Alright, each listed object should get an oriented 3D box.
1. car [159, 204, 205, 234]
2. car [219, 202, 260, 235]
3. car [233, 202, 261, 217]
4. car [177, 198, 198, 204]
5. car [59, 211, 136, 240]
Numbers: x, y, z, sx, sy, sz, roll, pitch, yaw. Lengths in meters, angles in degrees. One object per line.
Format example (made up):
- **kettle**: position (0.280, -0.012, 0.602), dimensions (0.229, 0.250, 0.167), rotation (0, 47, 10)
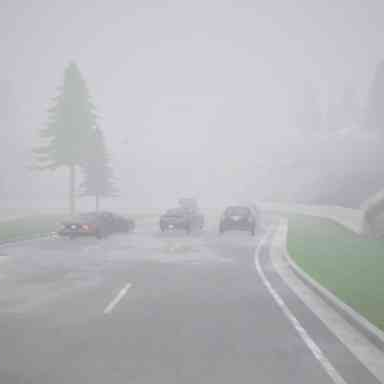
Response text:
- **car**: position (-0.521, 1.729, 20.915), dimensions (2.128, 1.511, 4.902), rotation (0, -1, 15)
- **car**: position (3.074, 1.590, 20.780), dimensions (2.097, 1.767, 4.553), rotation (0, -1, 16)
- **car**: position (6.194, 1.942, 38.275), dimensions (1.837, 1.490, 4.892), rotation (1, -1, -7)
- **car**: position (-0.521, 1.636, 36.531), dimensions (2.150, 2.045, 5.566), rotation (1, -1, 1)
- **car**: position (-4.966, 1.754, 18.285), dimensions (2.033, 1.411, 5.357), rotation (0, -1, 16)
